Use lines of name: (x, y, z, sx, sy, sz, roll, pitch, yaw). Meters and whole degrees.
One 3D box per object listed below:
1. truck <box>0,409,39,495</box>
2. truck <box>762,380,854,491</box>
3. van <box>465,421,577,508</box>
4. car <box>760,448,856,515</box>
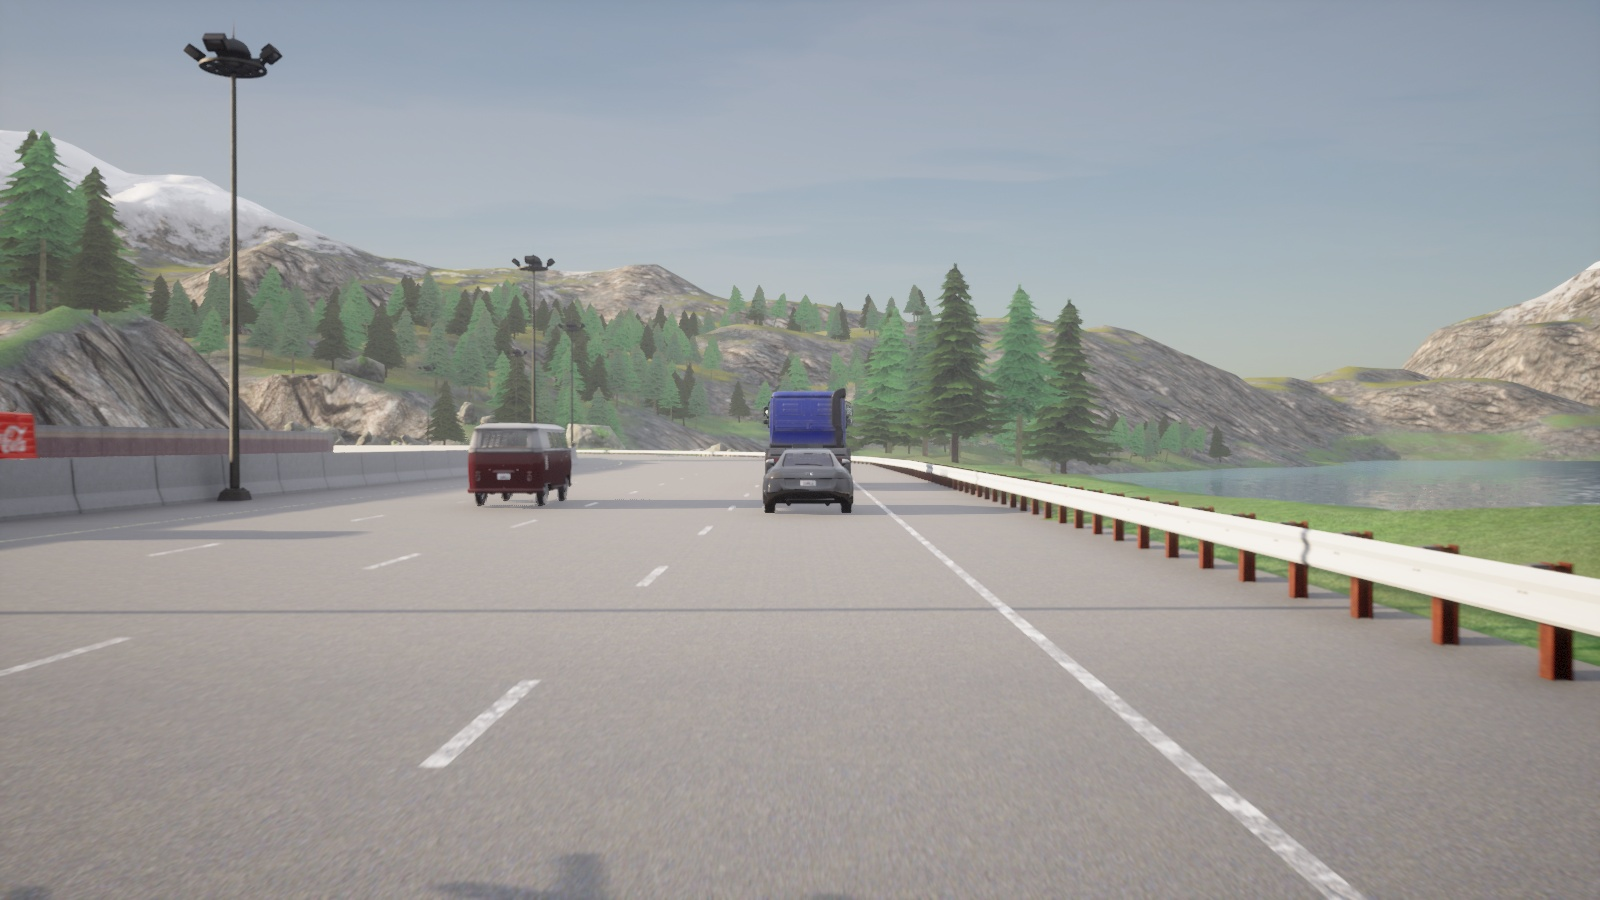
truck: (-24.282, 0.045, 35.275, 2.627, 2.467, 5.204, 0, 0, 0)
truck: (0.265, -0.480, 43.347, 2.891, 3.462, 7.936, 0, 0, 0)
van: (-6.806, 0.319, 31.090, 1.775, 1.987, 4.442, 0, 0, 0)
car: (0.180, 0.651, 28.373, 1.994, 1.385, 4.181, 0, 0, 0)
